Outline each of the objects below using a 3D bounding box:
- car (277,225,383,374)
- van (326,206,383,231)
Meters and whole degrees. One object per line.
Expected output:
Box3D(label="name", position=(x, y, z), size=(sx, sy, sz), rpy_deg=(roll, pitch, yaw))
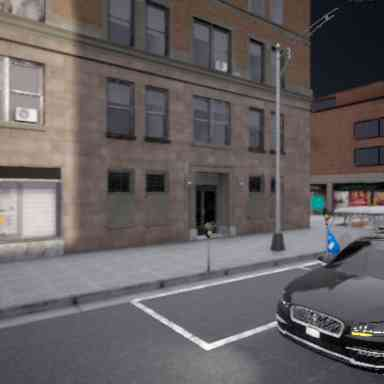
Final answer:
Box3D(label="car", position=(3.493, 1.502, 5.555), size=(4.892, 1.490, 1.837), rpy_deg=(0, 0, -35))
Box3D(label="van", position=(5.873, 1.335, 10.408), size=(3.998, 1.788, 1.690), rpy_deg=(0, 0, -36))
